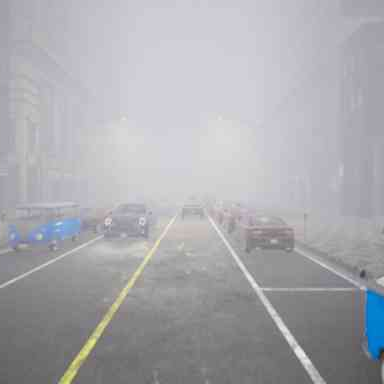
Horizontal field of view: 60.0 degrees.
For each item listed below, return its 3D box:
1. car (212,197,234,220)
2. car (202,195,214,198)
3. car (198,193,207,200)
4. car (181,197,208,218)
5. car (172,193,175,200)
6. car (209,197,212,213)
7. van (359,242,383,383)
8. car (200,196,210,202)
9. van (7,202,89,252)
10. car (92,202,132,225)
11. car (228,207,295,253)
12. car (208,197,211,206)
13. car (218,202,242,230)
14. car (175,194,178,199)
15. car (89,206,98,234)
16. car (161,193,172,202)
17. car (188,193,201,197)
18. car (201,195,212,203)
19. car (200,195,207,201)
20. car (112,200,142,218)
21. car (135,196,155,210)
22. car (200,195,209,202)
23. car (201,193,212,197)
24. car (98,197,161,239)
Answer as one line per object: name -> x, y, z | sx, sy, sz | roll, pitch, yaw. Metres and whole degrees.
car -> 2.760, 1.397, 24.648 | 1.967, 1.590, 4.097 | 0, 0, 0
car -> 2.761, 1.463, 47.055 | 1.887, 1.381, 4.507 | 0, 0, 0
car -> 2.760, 1.171, 86.267 | 2.192, 1.841, 5.009 | 0, 0, 0
car -> 0.067, 1.441, 29.420 | 2.128, 1.511, 4.902 | 0, 0, 0
car -> -5.764, 1.415, 80.661 | 2.008, 1.369, 4.403 | 0, 0, 0
car -> 2.760, 1.472, 30.419 | 1.752, 1.417, 4.829 | 0, 0, 0
van -> 2.760, 1.337, 2.240 | 1.690, 1.788, 3.998 | 0, 0, 0
car -> 2.761, 1.448, 69.462 | 1.947, 1.339, 4.313 | 0, 0, 0
van -> -5.766, 1.317, 13.435 | 1.690, 1.788, 3.998 | 0, 0, 0
car -> -5.765, 1.501, 24.639 | 1.887, 1.381, 4.507 | 0, 0, 0
car -> 2.760, 1.521, 13.444 | 1.887, 1.381, 4.507 | 0, 0, 0
car -> 2.761, 1.519, 35.852 | 1.802, 1.307, 4.206 | 0, 0, 0
car -> 2.760, 1.511, 19.046 | 1.887, 1.381, 4.507 | 0, 0, 0
car -> -5.765, 1.162, 91.865 | 2.192, 1.841, 5.009 | 0, 0, 0
car -> -5.765, 1.511, 19.037 | 1.887, 1.381, 4.507 | 0, 0, 0
car -> -5.764, 1.426, 69.456 | 1.887, 1.381, 4.507 | 0, 0, 0
car -> 0.006, 1.340, 53.196 | 2.033, 1.649, 4.856 | 0, 0, 0
car -> 2.760, 1.331, 63.860 | 1.967, 1.590, 4.097 | 0, 0, 0
car -> 2.761, 1.390, 80.835 | 1.752, 1.417, 4.829 | 0, 0, 0
car -> -5.765, 1.472, 30.072 | 1.752, 1.417, 4.829 | 0, 0, 0
car -> -5.765, 1.368, 41.446 | 1.967, 1.590, 4.097 | 0, 0, 0
car -> 2.761, 1.424, 75.064 | 2.008, 1.369, 4.403 | 0, 0, 0
car -> 2.760, 1.215, 58.258 | 2.192, 1.841, 5.009 | 0, 0, 0
car -> -3.018, 1.321, 17.034 | 2.097, 1.767, 4.553 | 0, 0, 0
